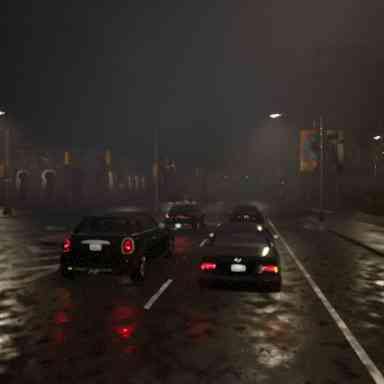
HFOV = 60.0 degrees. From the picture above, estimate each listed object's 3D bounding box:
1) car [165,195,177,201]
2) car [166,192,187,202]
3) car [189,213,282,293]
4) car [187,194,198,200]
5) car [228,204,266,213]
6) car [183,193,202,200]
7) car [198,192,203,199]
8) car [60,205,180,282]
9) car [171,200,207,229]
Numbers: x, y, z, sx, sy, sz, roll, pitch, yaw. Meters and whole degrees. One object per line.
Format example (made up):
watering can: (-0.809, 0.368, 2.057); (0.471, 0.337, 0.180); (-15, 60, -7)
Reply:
car: (-4.976, 1.487, 80.857); (1.895, 1.301, 4.718); (0, 0, 9)
car: (-3.267, 1.129, 71.524); (2.150, 2.045, 5.566); (0, 0, 10)
car: (1.355, 1.535, 9.000); (2.033, 1.411, 5.357); (0, 0, 10)
car: (0.156, 1.415, 91.661); (2.033, 1.411, 5.357); (0, 0, 10)
car: (3.161, 1.479, 19.224); (1.837, 1.490, 4.892); (0, 0, 10)
car: (0.192, 1.443, 70.985); (2.033, 1.411, 5.357); (0, 0, 10)
car: (1.877, 1.115, 80.899); (2.150, 2.045, 5.566); (0, 0, 10)
car: (-1.951, 1.339, 10.047); (2.097, 1.767, 4.553); (0, 0, 10)
car: (-0.315, 1.479, 19.698); (1.837, 1.490, 4.892); (0, 0, 10)
